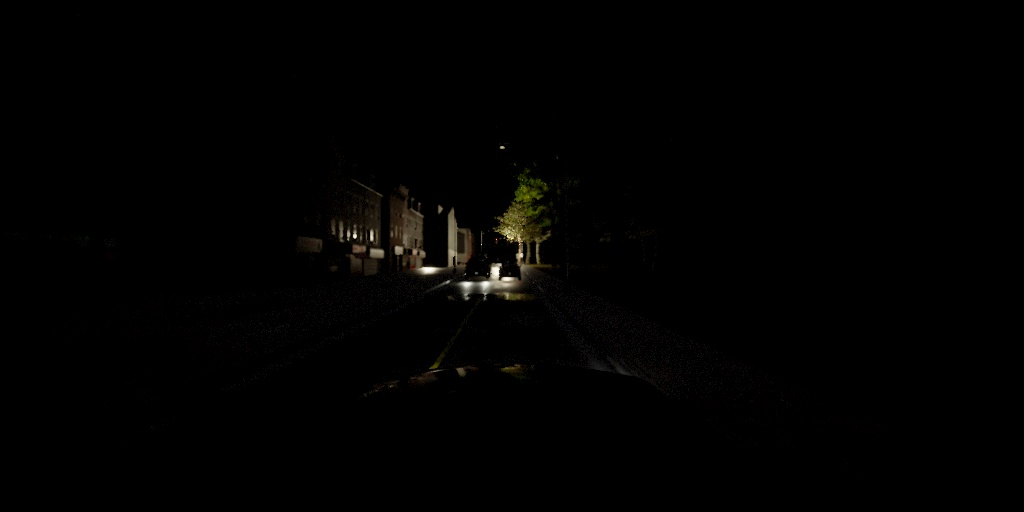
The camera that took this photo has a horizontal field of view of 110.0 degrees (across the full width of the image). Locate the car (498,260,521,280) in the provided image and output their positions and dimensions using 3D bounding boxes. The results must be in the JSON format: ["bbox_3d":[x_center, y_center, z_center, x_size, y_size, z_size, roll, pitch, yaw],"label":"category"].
[{"bbox_3d":[-0.195,1.268,31.451,1.882,1.535,5.008,0,0,0],"label":"car"}]

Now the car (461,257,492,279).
[{"bbox_3d":[-3.024,1.094,32.921,2.150,2.045,5.566,0,0,-1],"label":"car"}]
